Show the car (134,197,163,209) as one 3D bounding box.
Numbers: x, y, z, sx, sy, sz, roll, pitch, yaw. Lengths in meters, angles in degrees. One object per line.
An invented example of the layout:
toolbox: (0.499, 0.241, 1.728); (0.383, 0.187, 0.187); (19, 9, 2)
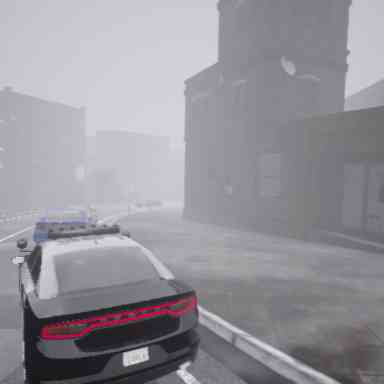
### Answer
car: (-5.672, 1.425, 44.154); (2.033, 1.411, 5.357); (3, 1, 19)

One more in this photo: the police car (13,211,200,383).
police car: (-1.772, 1.373, 5.461); (1.930, 1.638, 5.238); (-1, 1, -28)

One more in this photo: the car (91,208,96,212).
car: (-6.723, 1.428, 19.618); (1.812, 1.442, 4.674); (0, 0, -10)

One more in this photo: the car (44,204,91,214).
car: (-5.378, 1.402, 14.097); (1.882, 1.535, 5.008); (0, 0, -17)
